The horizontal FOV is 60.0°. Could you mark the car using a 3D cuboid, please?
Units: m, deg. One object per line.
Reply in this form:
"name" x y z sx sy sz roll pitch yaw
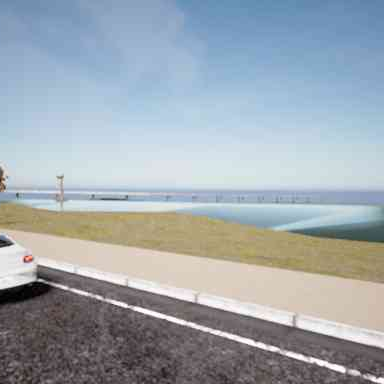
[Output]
"car" -5.338 1.474 7.509 4.674 1.442 1.812 0 0 35
